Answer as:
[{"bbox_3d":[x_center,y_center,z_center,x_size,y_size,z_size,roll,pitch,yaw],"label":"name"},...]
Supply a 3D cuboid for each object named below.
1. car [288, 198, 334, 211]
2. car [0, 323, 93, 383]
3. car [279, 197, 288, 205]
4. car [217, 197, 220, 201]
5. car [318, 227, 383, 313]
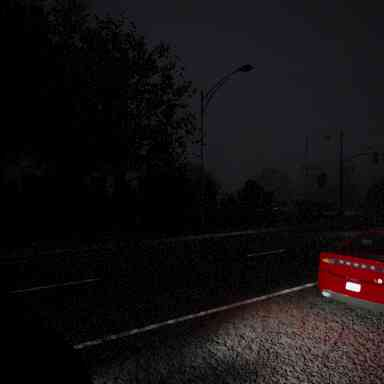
[{"bbox_3d":[14.476,1.478,39.839,1.882,1.535,5.008,0,0,-33],"label":"car"},{"bbox_3d":[-2.969,1.492,1.636,4.902,1.511,2.128,0,0,-35],"label":"car"},{"bbox_3d":[14.220,1.511,53.798,1.812,1.442,4.674,0,0,-32],"label":"car"},{"bbox_3d":[3.925,1.455,56.649,1.812,1.442,4.674,0,1,-32],"label":"car"},{"bbox_3d":[4.783,1.478,7.136,5.008,1.535,1.882,0,0,-35],"label":"car"}]
